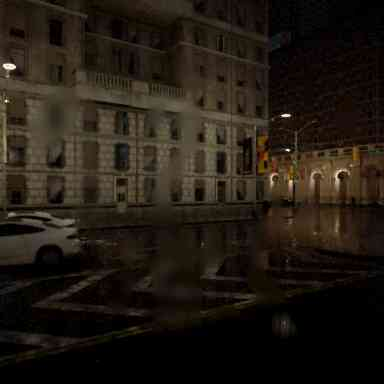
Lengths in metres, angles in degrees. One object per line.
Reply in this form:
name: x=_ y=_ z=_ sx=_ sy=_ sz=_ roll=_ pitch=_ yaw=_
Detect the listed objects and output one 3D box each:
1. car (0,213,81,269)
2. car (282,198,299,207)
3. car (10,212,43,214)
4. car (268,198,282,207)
car: x=-5.729 y=1.526 z=9.787 sx=4.674 sy=1.442 sz=1.812 roll=0 pitch=0 yaw=-32
car: x=14.406 y=1.564 z=51.366 sx=1.994 sy=1.385 sz=4.181 roll=0 pitch=0 yaw=-32
car: x=-6.940 y=1.526 z=13.216 sx=4.674 sy=1.442 sz=1.812 roll=0 pitch=0 yaw=-31
car: x=10.866 y=1.601 z=50.404 sx=1.895 sy=1.301 sz=4.718 roll=0 pitch=0 yaw=-32
